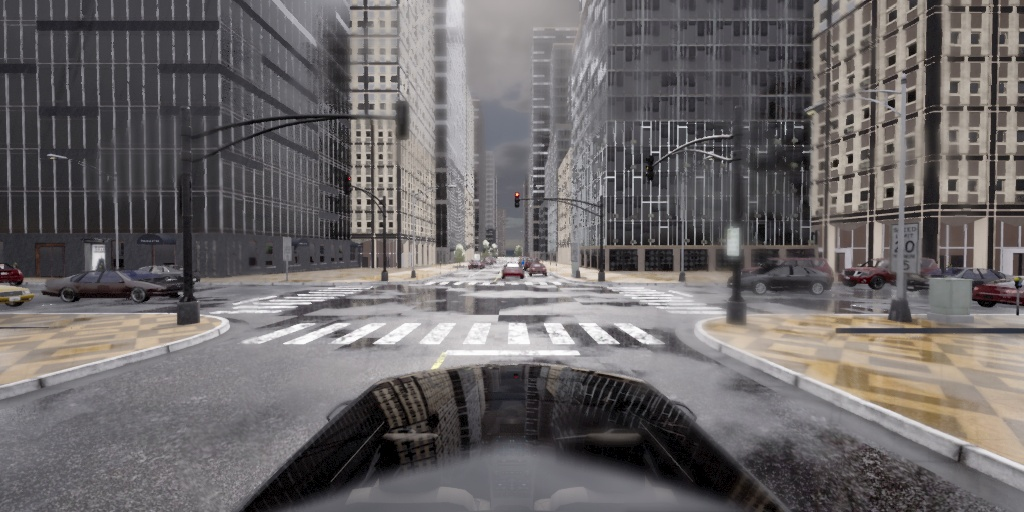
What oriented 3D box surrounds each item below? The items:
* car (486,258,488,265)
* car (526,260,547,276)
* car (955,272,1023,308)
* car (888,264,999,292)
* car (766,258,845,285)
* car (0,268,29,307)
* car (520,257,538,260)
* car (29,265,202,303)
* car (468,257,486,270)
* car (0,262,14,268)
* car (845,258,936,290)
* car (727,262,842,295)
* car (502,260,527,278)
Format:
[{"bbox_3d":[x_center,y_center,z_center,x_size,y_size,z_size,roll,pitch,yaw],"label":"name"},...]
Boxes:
[{"bbox_3d":[-5.265,1.307,58.011,1.802,1.307,4.207,0,0,0],"label":"car"},{"bbox_3d":[2.563,1.319,35.930,1.802,1.307,4.207,0,0,0],"label":"car"},{"bbox_3d":[20.191,1.417,13.650,4.207,1.307,1.802,0,0,0],"label":"car"},{"bbox_3d":[24.012,1.305,19.191,5.357,1.411,2.033,0,1,0],"label":"car"},{"bbox_3d":[16.579,1.024,21.783,5.009,1.841,2.192,0,0,0],"label":"car"},{"bbox_3d":[-21.250,1.301,13.593,4.829,1.417,1.751,0,0,0],"label":"car"},{"bbox_3d":[2.594,1.046,46.979,2.192,1.841,5.009,0,0,0],"label":"car"},{"bbox_3d":[-17.619,1.290,16.180,5.357,1.411,2.033,0,1,0],"label":"car"},{"bbox_3d":[-5.270,1.168,52.486,1.967,1.591,4.097,0,0,0],"label":"car"},{"bbox_3d":[-32.547,1.077,21.644,4.097,1.591,1.967,0,0,0],"label":"car"},{"bbox_3d":[22.911,1.032,21.792,5.009,1.841,2.192,0,0,0],"label":"car"},{"bbox_3d":[14.189,1.250,19.162,4.892,1.490,1.837,0,1,1],"label":"car"},{"bbox_3d":[0.085,1.302,33.657,1.994,1.385,4.181,0,0,1],"label":"car"}]
